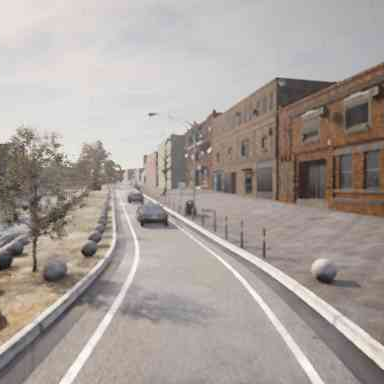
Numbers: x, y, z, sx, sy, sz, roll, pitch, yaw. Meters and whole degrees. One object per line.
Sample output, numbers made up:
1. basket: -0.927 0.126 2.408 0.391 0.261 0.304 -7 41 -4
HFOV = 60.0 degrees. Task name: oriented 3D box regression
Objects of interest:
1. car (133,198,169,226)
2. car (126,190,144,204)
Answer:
1. car: -2.863 1.478 23.467 1.994 1.385 4.181 0 3 -13
2. car: -6.939 0.555 40.709 2.128 1.511 4.902 0 3 -14
